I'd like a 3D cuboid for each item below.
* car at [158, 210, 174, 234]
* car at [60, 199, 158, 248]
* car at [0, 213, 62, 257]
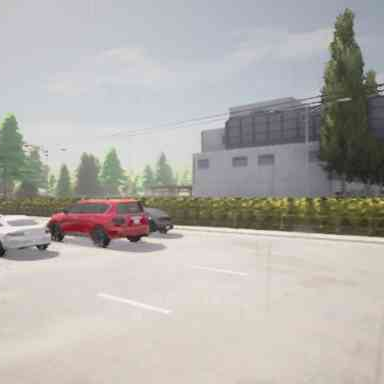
[{"bbox_3d":[-3.251,1.653,19.121,4.892,1.490,1.837,0,0,36],"label":"car"},{"bbox_3d":[-4.524,1.361,15.718,5.566,2.045,2.150,0,0,36],"label":"car"},{"bbox_3d":[-7.622,1.676,13.645,4.674,1.442,1.812,0,0,36],"label":"car"}]
